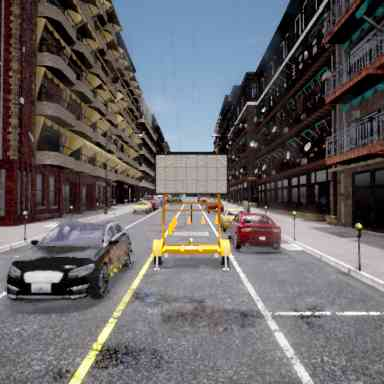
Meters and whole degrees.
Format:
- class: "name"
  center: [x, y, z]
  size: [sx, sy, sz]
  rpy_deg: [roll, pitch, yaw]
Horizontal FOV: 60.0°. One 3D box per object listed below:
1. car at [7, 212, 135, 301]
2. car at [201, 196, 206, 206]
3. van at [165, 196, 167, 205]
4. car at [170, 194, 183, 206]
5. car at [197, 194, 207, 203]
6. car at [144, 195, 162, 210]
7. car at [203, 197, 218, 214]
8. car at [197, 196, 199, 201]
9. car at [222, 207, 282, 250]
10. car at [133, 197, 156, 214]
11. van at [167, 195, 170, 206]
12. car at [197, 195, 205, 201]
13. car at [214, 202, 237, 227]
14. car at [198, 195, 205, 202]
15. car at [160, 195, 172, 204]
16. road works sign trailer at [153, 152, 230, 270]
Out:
- class: "car"
  center: [-2.765, 1.499, 8.542]
  size: [2.128, 1.511, 4.902]
  rpy_deg: [0, 0, 0]
- class: "car"
  center: [2.514, 1.628, 42.006]
  size: [2.008, 1.369, 4.403]
  rpy_deg: [1, 0, 0]
- class: "van"
  center: [-5.380, 1.452, 53.114]
  size: [1.690, 1.788, 3.998]
  rpy_deg: [2, 0, 0]
- class: "car"
  center: [-2.848, 1.353, 58.927]
  size: [2.150, 2.045, 5.566]
  rpy_deg: [0, 0, 0]
- class: "car"
  center: [2.419, 1.541, 80.722]
  size: [2.192, 1.841, 5.009]
  rpy_deg: [1, 0, 0]
- class: "car"
  center: [-5.360, 1.392, 42.056]
  size: [2.192, 1.841, 5.009]
  rpy_deg: [2, 0, 0]
- class: "car"
  center: [2.524, 1.608, 36.474]
  size: [1.887, 1.381, 4.507]
  rpy_deg: [1, 0, 0]
- class: "car"
  center: [2.476, 1.697, 64.127]
  size: [1.887, 1.381, 4.507]
  rpy_deg: [1, 0, 0]
- class: "car"
  center: [2.562, 1.561, 14.352]
  size: [1.887, 1.381, 4.507]
  rpy_deg: [1, 0, 0]
- class: "car"
  center: [-5.356, 1.588, 36.354]
  size: [1.752, 1.417, 4.829]
  rpy_deg: [2, 0, 0]
- class: "van"
  center: [-5.390, 1.472, 58.646]
  size: [1.690, 1.788, 3.998]
  rpy_deg: [1, 0, 0]
- class: "car"
  center: [2.396, 1.723, 91.784]
  size: [1.967, 1.590, 4.097]
  rpy_deg: [1, 0, 0]
- class: "car"
  center: [2.553, 1.551, 20.054]
  size: [1.752, 1.417, 4.829]
  rpy_deg: [1, 0, 0]
- class: "car"
  center: [2.486, 1.676, 58.598]
  size: [1.887, 1.381, 4.507]
  rpy_deg: [1, 0, 0]
- class: "car"
  center: [-5.408, 1.492, 69.707]
  size: [2.192, 1.841, 5.009]
  rpy_deg: [1, 0, 0]
- class: "road works sign trailer"
  center: [-0.018, 0.475, 11.014]
  size: [2.380, 3.560, 2.880]
  rpy_deg: [0, 0, 0]
